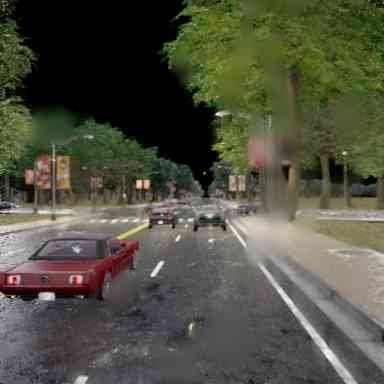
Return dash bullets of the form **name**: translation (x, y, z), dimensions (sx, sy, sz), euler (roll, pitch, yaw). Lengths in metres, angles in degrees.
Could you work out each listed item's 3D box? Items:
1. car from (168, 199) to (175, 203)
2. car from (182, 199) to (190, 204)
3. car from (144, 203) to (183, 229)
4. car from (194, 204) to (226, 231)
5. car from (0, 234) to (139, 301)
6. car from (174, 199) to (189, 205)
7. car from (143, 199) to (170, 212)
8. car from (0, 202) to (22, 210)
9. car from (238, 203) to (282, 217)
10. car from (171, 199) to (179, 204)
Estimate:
- **car**: translation (-5.740, 2.522, 79.896), dimensions (1.812, 1.442, 4.674), euler (-1, -1, 3)
- **car**: translation (-1.708, 2.658, 95.083), dimensions (2.033, 1.411, 5.357), euler (-1, -1, 3)
- **car**: translation (-1.972, 1.808, 24.364), dimensions (1.837, 1.490, 4.892), euler (-1, -1, 3)
- **car**: translation (1.217, 1.597, 22.967), dimensions (2.097, 1.767, 4.553), euler (-1, -1, 3)
- **car**: translation (-2.686, 1.737, 8.616), dimensions (1.895, 1.301, 4.718), euler (-1, -1, 3)
- **car**: translation (-2.494, 2.545, 79.701), dimensions (1.895, 1.301, 4.718), euler (-1, -1, 3)
- **car**: translation (-5.051, 2.101, 44.542), dimensions (1.812, 1.442, 4.674), euler (0, -1, -28)
- **car**: translation (-33.129, 2.506, 60.394), dimensions (4.902, 1.511, 2.128), euler (-1, -1, 26)
- **car**: translation (7.294, 1.869, 35.548), dimensions (4.902, 1.511, 2.128), euler (0, -2, -18)
- **car**: translation (-4.954, 2.690, 95.254), dimensions (1.812, 1.442, 4.674), euler (-1, -1, 3)
